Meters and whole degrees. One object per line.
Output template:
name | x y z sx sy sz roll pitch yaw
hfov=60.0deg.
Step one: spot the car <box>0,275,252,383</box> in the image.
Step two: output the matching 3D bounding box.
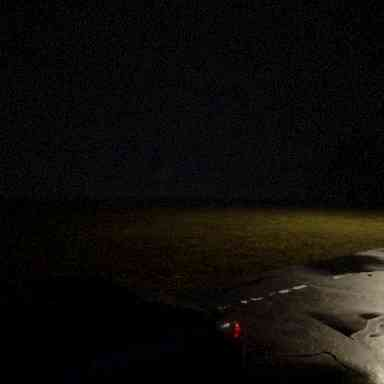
car | -1.452 1.564 2.972 4.181 1.385 1.994 0 0 -36
